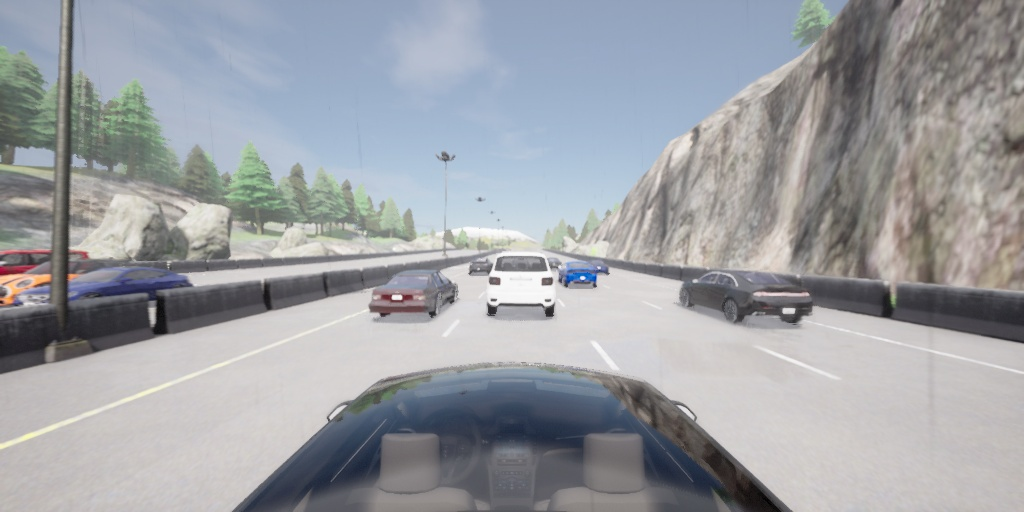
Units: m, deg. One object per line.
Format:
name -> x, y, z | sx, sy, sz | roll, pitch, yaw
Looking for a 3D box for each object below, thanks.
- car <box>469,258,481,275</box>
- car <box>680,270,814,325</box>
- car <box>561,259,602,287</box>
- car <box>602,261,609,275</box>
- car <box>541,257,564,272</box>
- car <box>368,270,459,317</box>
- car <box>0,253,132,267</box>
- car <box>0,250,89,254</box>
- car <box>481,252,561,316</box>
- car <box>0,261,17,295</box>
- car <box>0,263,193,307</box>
car -> -2.756, 0.876, 32.571 | 2.128, 1.511, 4.902 | 0, 1, 1
car -> 7.289, 1.205, 11.787 | 2.128, 1.511, 4.902 | 0, 1, 1
car -> 4.026, 1.050, 22.593 | 1.882, 1.535, 5.008 | 0, 1, 1
car -> 7.776, 0.980, 33.927 | 1.994, 1.385, 4.181 | 0, 1, 1
car -> 4.403, 0.840, 39.682 | 2.033, 1.411, 5.357 | 0, 1, 1
car -> -3.196, 1.197, 12.652 | 2.033, 1.411, 5.357 | 0, 1, 1
car -> -17.364, 0.911, 14.116 | 2.097, 1.767, 4.553 | 0, 1, 1
car -> -20.850, 0.755, 14.760 | 2.150, 2.045, 5.566 | 0, 1, 1
car -> 0.318, 0.885, 13.127 | 2.150, 2.045, 5.566 | 0, 1, 1
car -> -24.360, 1.010, 14.412 | 2.128, 1.511, 4.902 | 0, 1, 1
car -> -13.896, 1.117, 12.671 | 1.812, 1.442, 4.674 | 0, 1, 1
